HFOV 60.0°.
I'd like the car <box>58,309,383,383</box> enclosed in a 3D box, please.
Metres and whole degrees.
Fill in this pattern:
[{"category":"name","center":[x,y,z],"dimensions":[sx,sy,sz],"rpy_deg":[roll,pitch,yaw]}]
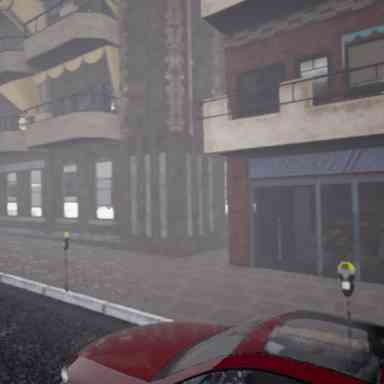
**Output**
[{"category":"car","center":[0.730,1.586,2.370],"dimensions":[4.206,1.307,1.802],"rpy_deg":[0,-1,36]}]
